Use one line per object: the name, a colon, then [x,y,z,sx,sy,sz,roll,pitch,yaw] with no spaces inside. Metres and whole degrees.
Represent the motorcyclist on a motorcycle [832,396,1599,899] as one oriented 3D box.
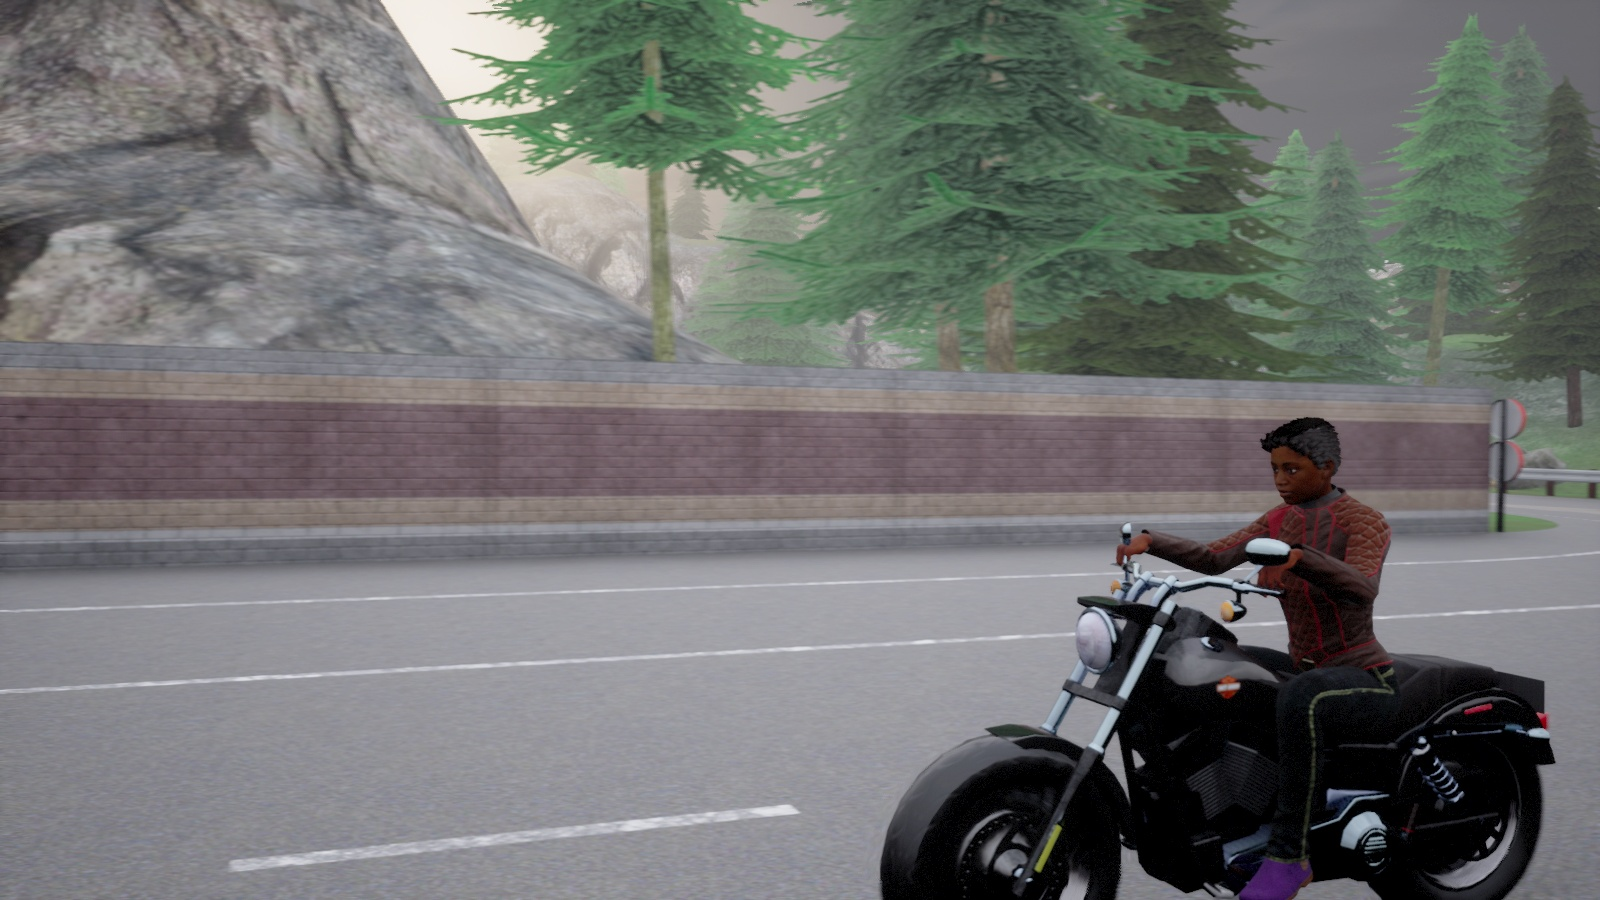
motorcyclist on a motorcycle: [1.338,0.678,3.746,2.350,1.649,0.766,-1,1,-21]
